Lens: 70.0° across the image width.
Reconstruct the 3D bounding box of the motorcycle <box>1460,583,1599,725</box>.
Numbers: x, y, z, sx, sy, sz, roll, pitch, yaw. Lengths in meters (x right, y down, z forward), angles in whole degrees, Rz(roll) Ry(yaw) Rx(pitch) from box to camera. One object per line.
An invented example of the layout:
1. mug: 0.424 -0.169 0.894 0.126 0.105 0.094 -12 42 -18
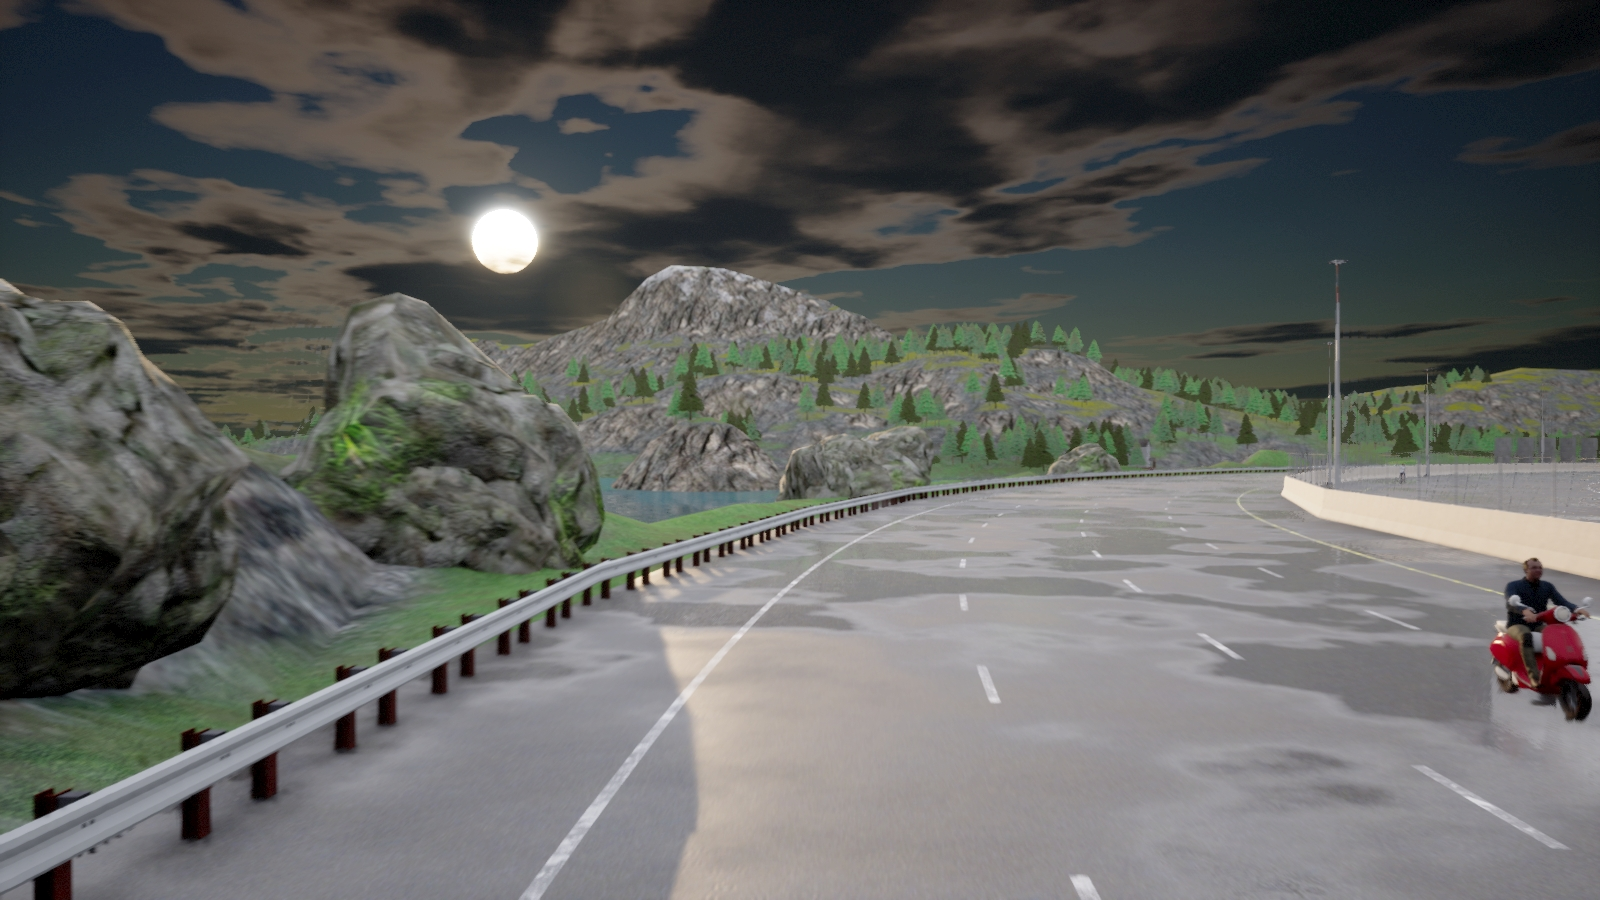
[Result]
1. motorcycle: 8.138 2.192 12.571 0.856 1.236 1.805 0 0 6
